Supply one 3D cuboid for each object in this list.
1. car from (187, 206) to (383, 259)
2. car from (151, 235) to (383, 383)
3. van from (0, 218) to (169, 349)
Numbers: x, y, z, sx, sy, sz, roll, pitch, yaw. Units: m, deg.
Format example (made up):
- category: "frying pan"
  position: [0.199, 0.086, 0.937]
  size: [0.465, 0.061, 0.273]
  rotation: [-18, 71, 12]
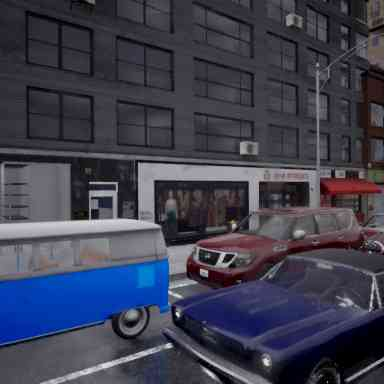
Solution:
- category: "car"
  position: [2.286, 1.313, 8.178]
  size: [5.009, 1.841, 2.192]
  rotation: [0, -1, -35]
- category: "car"
  position: [1.986, 1.599, 4.795]
  size: [4.718, 1.301, 1.895]
  rotation: [0, 0, -36]
- category: "van"
  position: [-2.261, 1.341, 4.934]
  size: [3.998, 1.788, 1.690]
  rotation: [0, -1, -35]
